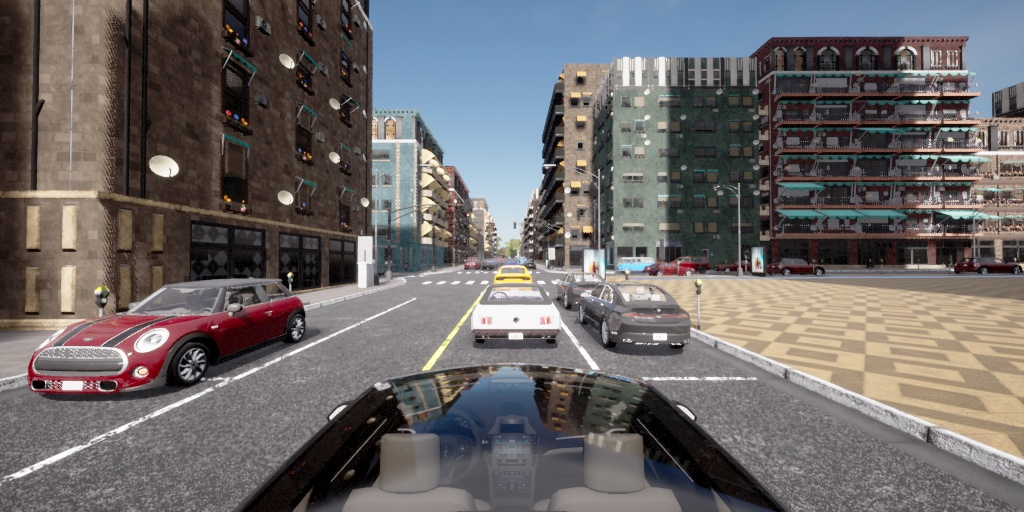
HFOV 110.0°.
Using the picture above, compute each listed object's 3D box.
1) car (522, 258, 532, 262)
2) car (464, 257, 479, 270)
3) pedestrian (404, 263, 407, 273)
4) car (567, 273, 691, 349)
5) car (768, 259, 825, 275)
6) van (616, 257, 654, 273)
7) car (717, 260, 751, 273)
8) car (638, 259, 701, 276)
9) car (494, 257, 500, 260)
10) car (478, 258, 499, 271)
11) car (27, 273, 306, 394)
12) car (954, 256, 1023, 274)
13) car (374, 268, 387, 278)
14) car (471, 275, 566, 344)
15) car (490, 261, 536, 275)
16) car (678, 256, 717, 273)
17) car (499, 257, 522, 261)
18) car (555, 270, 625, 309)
[{"bbox_3d":[2.571,1.335,52.760,1.948,1.339,4.313,0,0,0],"label":"car"},{"bbox_3d":[-5.809,1.084,52.780,2.192,1.841,5.009,0,0,0],"label":"car"},{"bbox_3d":[-12.625,1.098,42.689,0.375,1.860,0.375,0,0,0],"label":"pedestrian"},{"bbox_3d":[2.804,1.303,8.997,2.007,1.370,4.403,0,0,0],"label":"car"},{"bbox_3d":[24.694,0.936,31.166,4.097,1.591,1.967,0,0,0],"label":"car"},{"bbox_3d":[13.682,1.046,39.600,3.998,1.789,1.690,0,0,0],"label":"van"},{"bbox_3d":[24.737,1.166,39.546,4.507,1.381,1.888,0,0,0],"label":"car"},{"bbox_3d":[13.639,1.163,31.220,4.207,1.307,1.802,0,0,0],"label":"car"},{"bbox_3d":[-3.220,1.320,60.143,2.033,1.411,5.357,0,0,0],"label":"car"},{"bbox_3d":[-3.231,1.369,50.450,1.895,1.301,4.718,0,0,1],"label":"car"},{"bbox_3d":[-5.831,1.191,6.741,1.967,1.591,4.097,0,0,0],"label":"car"},{"bbox_3d":[41.276,0.812,31.086,4.097,1.591,1.967,0,0,0],"label":"car"},{"bbox_3d":[-14.581,1.390,33.958,5.357,1.411,2.033,0,-1,0],"label":"car"},{"bbox_3d":[0.080,1.353,9.580,1.895,1.301,4.718,0,0,0],"label":"car"},{"bbox_3d":[0.052,1.233,19.033,1.882,1.535,5.008,0,0,0],"label":"car"},{"bbox_3d":[19.209,0.978,39.573,5.009,1.841,2.192,0,0,0],"label":"car"},{"bbox_3d":[-0.100,1.253,46.313,1.882,1.535,5.008,1,0,5],"label":"car"},{"bbox_3d":[2.791,1.304,14.567,2.007,1.370,4.403,0,0,0],"label":"car"}]
